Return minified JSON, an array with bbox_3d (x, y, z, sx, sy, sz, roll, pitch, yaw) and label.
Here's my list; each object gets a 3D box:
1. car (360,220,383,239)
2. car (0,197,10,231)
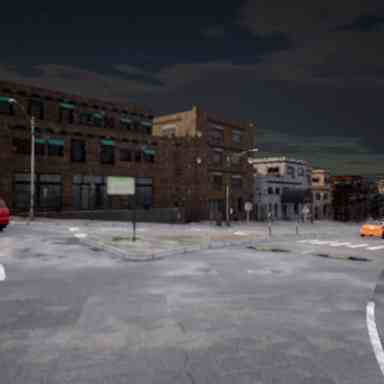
[{"bbox_3d":[17.996,3.532,32.339,2.097,1.767,4.553,0,-5,41],"label":"car"},{"bbox_3d":[-12.916,1.186,19.391,5.566,2.045,2.150,2,0,33],"label":"car"}]
